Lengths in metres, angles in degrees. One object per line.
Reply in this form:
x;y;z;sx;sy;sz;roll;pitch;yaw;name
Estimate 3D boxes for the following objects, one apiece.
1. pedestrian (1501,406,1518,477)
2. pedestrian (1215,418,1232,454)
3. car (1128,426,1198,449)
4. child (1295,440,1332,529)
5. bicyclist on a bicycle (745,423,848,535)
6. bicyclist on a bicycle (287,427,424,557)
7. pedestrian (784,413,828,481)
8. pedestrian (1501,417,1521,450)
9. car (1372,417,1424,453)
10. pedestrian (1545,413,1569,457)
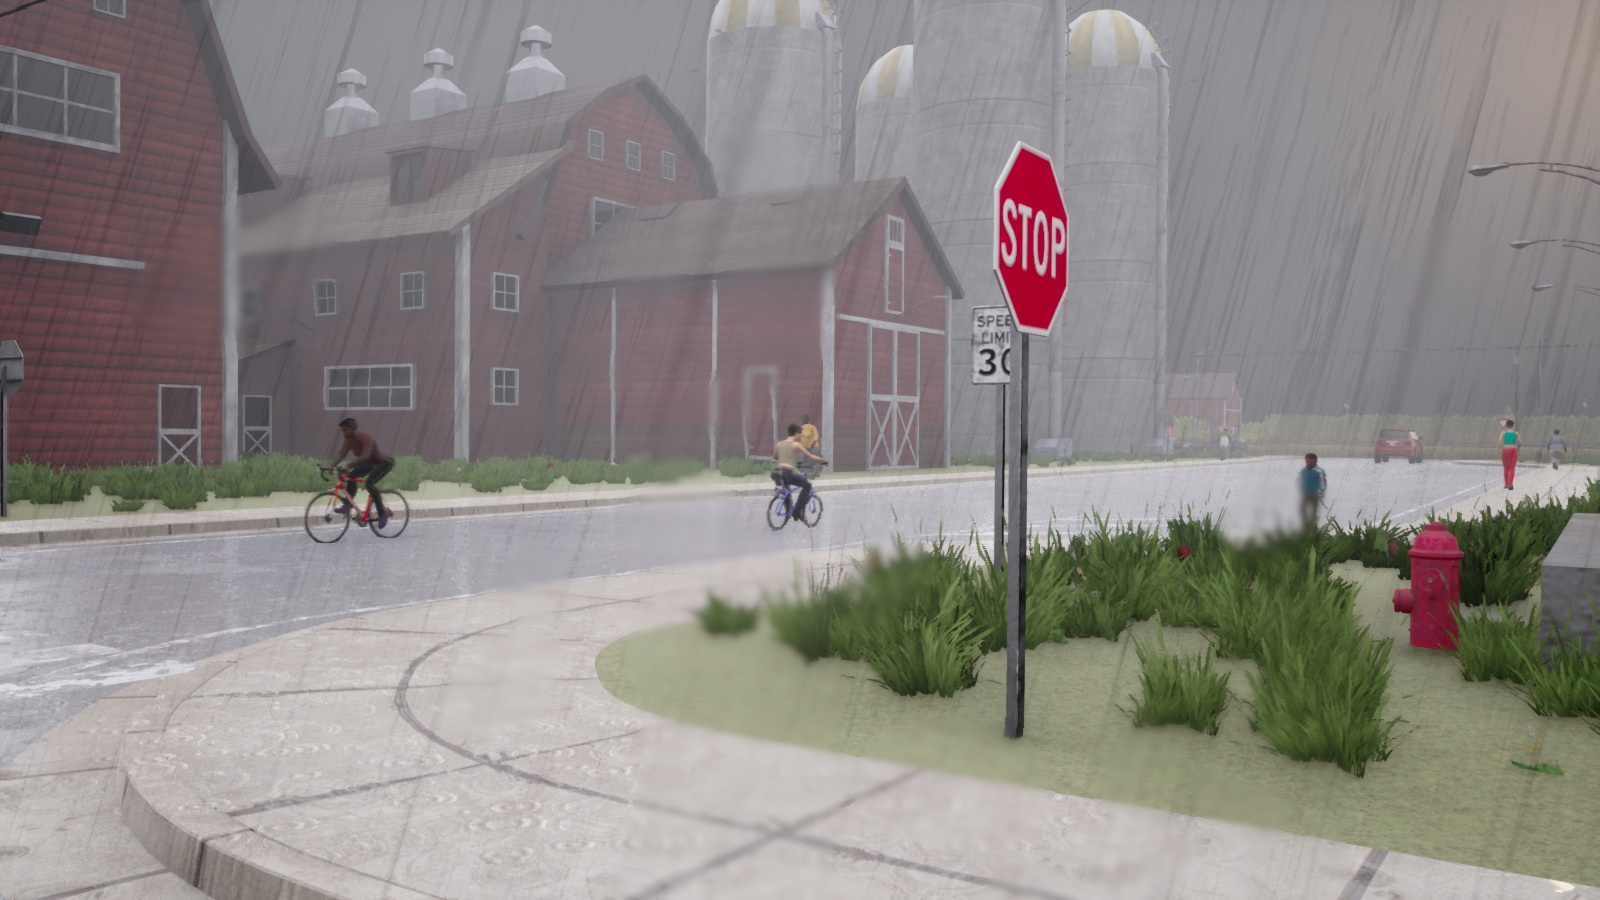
18.579;-0.231;32.896;0.345;1.836;0.594;0;1;33;pedestrian
23.471;-0.775;69.535;0.659;1.952;0.873;0;1;36;pedestrian
27.186;-0.954;94.114;4.611;1.667;2.242;0;1;34;car
7.023;0.469;17.168;0.343;1.192;0.448;0;1;39;child
-0.032;0.409;18.981;0.866;1.612;1.509;0;1;33;bicyclist on a bicycle
-5.798;0.512;16.468;0.582;1.620;1.656;0;1;33;bicyclist on a bicycle
0.164;-0.090;34.791;0.874;1.855;0.900;0;1;32;pedestrian
39.628;-0.928;70.002;0.874;1.855;0.900;0;1;21;pedestrian
35.622;-0.893;74.757;2.150;2.045;5.566;0;1;32;car
32.392;-0.641;53.767;0.874;1.855;0.900;0;1;30;pedestrian
